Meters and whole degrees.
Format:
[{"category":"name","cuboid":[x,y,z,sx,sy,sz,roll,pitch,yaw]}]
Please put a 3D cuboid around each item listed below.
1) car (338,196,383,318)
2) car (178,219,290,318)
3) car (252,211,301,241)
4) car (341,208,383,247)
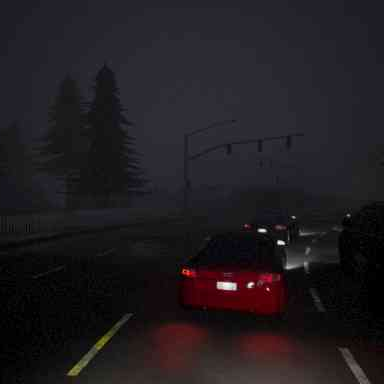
[{"category":"car","cuboid":[4.701,1.221,7.219,2.150,2.045,5.566,0,0,15]},{"category":"car","cuboid":[1.123,1.564,7.577,1.994,1.385,4.181,0,0,15]},{"category":"car","cuboid":[3.780,1.564,15.549,1.994,1.385,4.181,0,0,26]},{"category":"car","cuboid":[8.359,1.564,15.812,1.994,1.385,4.181,0,0,28]}]
